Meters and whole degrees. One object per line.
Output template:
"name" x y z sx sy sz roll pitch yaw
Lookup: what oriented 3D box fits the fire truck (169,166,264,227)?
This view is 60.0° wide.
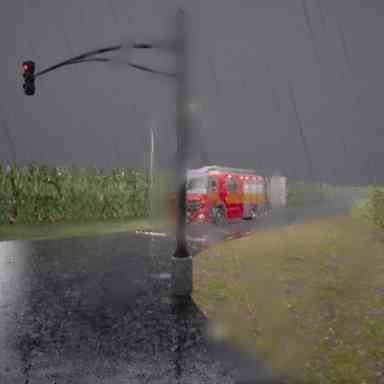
"fire truck" 2.056 0.250 23.278 2.891 3.827 8.468 0 0 35
